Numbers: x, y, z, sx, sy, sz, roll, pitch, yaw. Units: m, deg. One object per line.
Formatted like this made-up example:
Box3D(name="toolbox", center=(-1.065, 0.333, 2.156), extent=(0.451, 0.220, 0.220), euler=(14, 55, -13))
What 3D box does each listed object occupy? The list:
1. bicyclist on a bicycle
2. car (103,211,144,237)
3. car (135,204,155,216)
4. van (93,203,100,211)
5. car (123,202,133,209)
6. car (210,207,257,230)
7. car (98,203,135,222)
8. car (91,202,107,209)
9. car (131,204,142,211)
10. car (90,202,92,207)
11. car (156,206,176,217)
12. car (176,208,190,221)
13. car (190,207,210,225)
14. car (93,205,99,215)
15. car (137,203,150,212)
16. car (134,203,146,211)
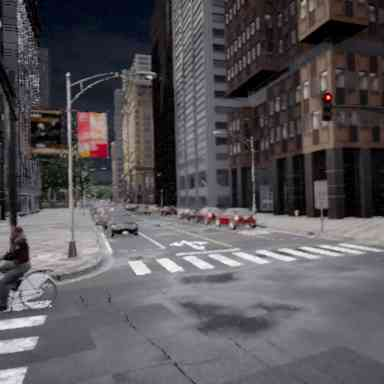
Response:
Box3D(name="bicyclist on a bicycle", center=(-3.710, 1.570, 6.675), extent=(1.843, 1.776, 0.659), euler=(0, -1, -17))
Box3D(name="car", center=(-4.852, 2.255, 23.053), extent=(1.947, 1.339, 4.313), euler=(-2, -1, -18))
Box3D(name="car", center=(-7.455, 2.856, 50.612), extent=(2.033, 1.411, 5.357), euler=(-1, -1, -17))
Box3D(name="van", center=(-24.408, 3.845, 85.139), extent=(1.690, 1.788, 3.998), euler=(-2, -1, -18))
Box3D(name="car", center=(-17.905, 3.786, 92.863), extent=(2.192, 1.841, 5.009), euler=(-2, -1, -18))
Box3D(name="car", center=(3.273, 1.945, 25.617), extent=(1.967, 1.590, 4.097), euler=(-2, -1, -18))
Box3D(name="car", center=(-6.489, 2.153, 28.231), extent=(2.192, 1.841, 5.009), euler=(-2, -1, -18))
Box3D(name="car", center=(-16.264, 3.053, 59.272), extent=(2.192, 1.841, 5.009), euler=(-2, -1, -18))
Box3D(name="car", center=(-13.013, 3.556, 77.341), extent=(1.887, 1.381, 4.507), euler=(-2, -1, -18))
Box3D(name="car", center=(-19.522, 3.358, 69.619), extent=(2.192, 1.841, 5.009), euler=(-2, -1, -18))
Box3D(name="car", center=(-3.239, 2.645, 46.305), extent=(1.887, 1.381, 4.507), euler=(-2, -1, -18))
Box3D(name="car", center=(0.020, 2.383, 35.960), extent=(1.802, 1.307, 4.206), euler=(-2, -1, -18))
Box3D(name="car", center=(1.644, 2.093, 30.790), extent=(1.967, 1.590, 4.097), euler=(-2, -1, -18))
Box3D(name="car", center=(-14.626, 3.168, 54.094), extent=(1.802, 1.307, 4.206), euler=(-2, -1, -18))
Box3D(name="car", center=(-9.758, 3.145, 66.997), extent=(1.967, 1.590, 4.097), euler=(-2, -1, -18))
Box3D(name="car", center=(-11.386, 3.298, 72.170), extent=(1.967, 1.590, 4.097), euler=(-2, -1, -18))
